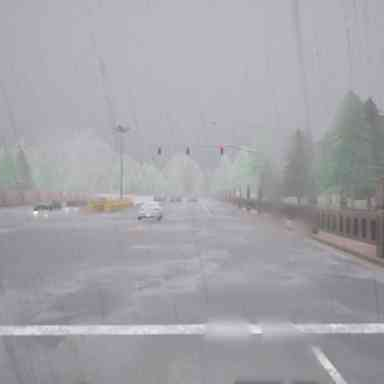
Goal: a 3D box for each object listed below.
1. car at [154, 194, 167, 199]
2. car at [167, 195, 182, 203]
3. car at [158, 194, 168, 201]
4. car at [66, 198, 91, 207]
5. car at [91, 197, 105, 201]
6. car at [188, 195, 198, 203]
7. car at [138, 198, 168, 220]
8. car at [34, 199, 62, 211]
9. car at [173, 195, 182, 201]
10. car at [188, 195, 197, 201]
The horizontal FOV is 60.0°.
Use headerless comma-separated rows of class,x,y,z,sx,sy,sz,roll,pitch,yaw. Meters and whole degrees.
car,-6.851,1.359,68.743,2.097,1.767,4.553,0,0,0
car,-3.351,1.359,68.702,2.097,1.767,4.553,0,0,0
car,-6.829,1.340,78.776,1.837,1.490,4.892,0,0,0
car,-17.464,1.605,50.671,1.895,1.301,4.718,0,0,0
car,-17.392,1.553,61.932,2.033,1.411,5.357,0,0,1
car,0.148,1.554,68.341,2.033,1.411,5.357,0,0,0
car,-3.352,1.528,27.973,1.812,1.442,4.674,0,0,0
car,-17.494,1.567,40.568,1.994,1.385,4.181,0,0,0
car,-3.329,1.393,78.768,1.994,1.385,4.181,0,0,0
car,0.171,1.380,78.761,2.033,1.411,5.357,0,0,0
